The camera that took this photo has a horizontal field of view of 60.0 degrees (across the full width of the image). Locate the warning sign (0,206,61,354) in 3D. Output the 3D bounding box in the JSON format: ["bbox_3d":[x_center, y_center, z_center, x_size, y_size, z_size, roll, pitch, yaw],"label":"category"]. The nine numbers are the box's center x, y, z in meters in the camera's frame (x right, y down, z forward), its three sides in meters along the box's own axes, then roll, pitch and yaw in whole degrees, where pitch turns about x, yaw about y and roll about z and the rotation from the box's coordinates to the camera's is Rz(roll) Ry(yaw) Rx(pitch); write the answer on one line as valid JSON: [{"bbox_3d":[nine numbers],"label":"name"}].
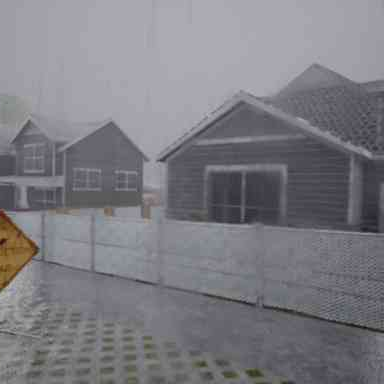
[{"bbox_3d":[-2.807,1.155,4.718,1.060,1.860,1.300,2,-1,36],"label":"warning sign"}]
